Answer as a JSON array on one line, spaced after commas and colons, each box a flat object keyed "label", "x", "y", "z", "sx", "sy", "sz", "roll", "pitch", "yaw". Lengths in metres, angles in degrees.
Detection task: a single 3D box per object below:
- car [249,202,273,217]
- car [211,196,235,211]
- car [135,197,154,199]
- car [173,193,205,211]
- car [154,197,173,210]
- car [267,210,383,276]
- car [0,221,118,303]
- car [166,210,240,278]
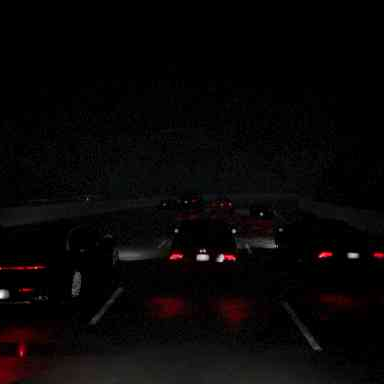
[{"label": "car", "x": 5.962, "y": 1.499, "z": 29.051, "sx": 1.895, "sy": 1.301, "sz": 4.718, "roll": 0, "pitch": 0, "yaw": 9}, {"label": "car", "x": 3.227, "y": 1.223, "z": 33.565, "sx": 2.097, "sy": 1.767, "sz": 4.553, "roll": 0, "pitch": 0, "yaw": 10}, {"label": "car", "x": -8.232, "y": 1.207, "z": 60.656, "sx": 1.882, "sy": 1.535, "sz": 5.008, "roll": 0, "pitch": 0, "yaw": 17}, {"label": "car", "x": -0.040, "y": 1.077, "z": 35.429, "sx": 2.150, "sy": 2.045, "sz": 5.566, "roll": 0, "pitch": 0, "yaw": 11}, {"label": "car", "x": -2.674, "y": 1.393, "z": 39.682, "sx": 1.994, "sy": 1.385, "sz": 4.181, "roll": 0, "pitch": 0, "yaw": 13}, {"label": "car", "x": 3.894, "y": 1.517, "z": 10.240, "sx": 2.033, "sy": 1.411, "sz": 5.357, "roll": 0, "pitch": 0, "yaw": 3}, {"label": "car", "x": -3.178, "y": 1.463, "z": 8.094, "sx": 1.837, "sy": 1.490, "sz": 4.892, "roll": 0, "pitch": 1, "yaw": 2}, {"label": "car", "x": 0.378, "y": 1.507, "z": 9.968, "sx": 2.033, "sy": 1.411, "sz": 5.357, "roll": 0, "pitch": 0, "yaw": 3}]
